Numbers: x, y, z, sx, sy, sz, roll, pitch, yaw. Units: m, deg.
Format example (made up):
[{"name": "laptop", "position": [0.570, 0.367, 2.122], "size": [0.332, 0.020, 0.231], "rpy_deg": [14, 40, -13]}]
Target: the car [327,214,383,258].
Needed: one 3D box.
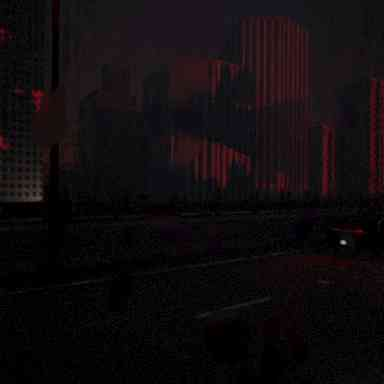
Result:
[{"name": "car", "position": [7.492, 1.643, 13.488], "size": [4.902, 1.511, 2.128], "rpy_deg": [1, 0, -35]}]
